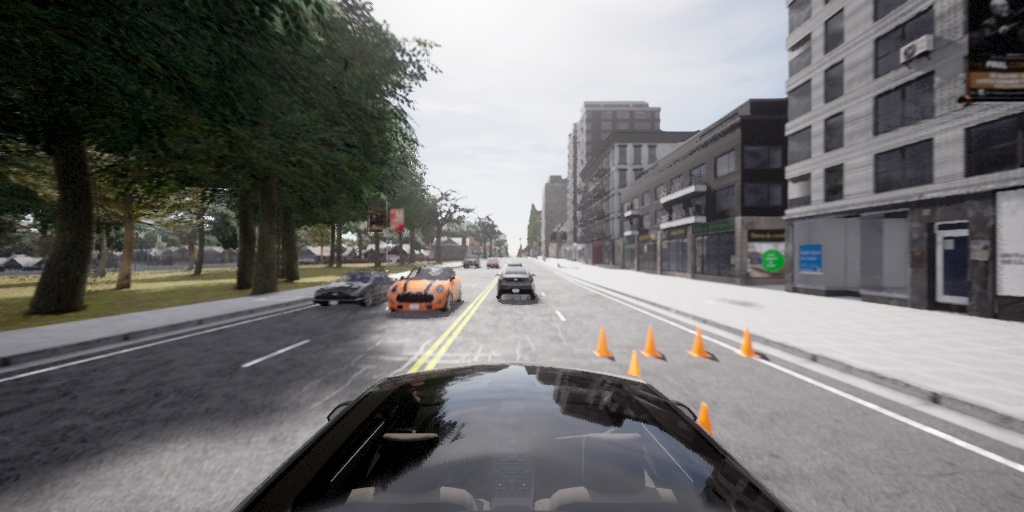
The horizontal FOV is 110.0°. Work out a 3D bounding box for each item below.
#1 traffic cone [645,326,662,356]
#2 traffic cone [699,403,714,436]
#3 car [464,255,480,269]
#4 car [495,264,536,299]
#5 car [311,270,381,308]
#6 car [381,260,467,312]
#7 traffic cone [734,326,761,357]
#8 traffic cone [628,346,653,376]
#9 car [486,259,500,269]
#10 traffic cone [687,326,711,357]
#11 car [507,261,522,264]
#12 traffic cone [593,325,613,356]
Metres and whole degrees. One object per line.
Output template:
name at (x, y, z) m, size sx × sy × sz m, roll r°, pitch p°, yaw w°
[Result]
traffic cone at (2.888, 1.750, 7.468) m, size 0.340 × 0.580 × 0.340 m, roll 0°, pitch 0°, yaw 0°
traffic cone at (1.864, 1.724, 3.474) m, size 0.340 × 0.580 × 0.340 m, roll 0°, pitch 0°, yaw 0°
car at (-6.229, 0.875, 56.057) m, size 2.150 × 2.045 × 5.566 m, roll 0°, pitch 1°, yaw 1°
car at (0.194, 1.349, 18.822) m, size 1.837 × 1.490 × 4.892 m, roll 0°, pitch 0°, yaw 0°
car at (-6.527, 1.343, 15.828) m, size 2.033 × 1.411 × 5.357 m, roll 0°, pitch 0°, yaw 0°
car at (-3.283, 1.155, 14.370) m, size 2.097 × 1.767 × 4.553 m, roll 0°, pitch 0°, yaw 0°
traffic cone at (4.888, 1.760, 7.455) m, size 0.340 × 0.580 × 0.340 m, roll 0°, pitch 0°, yaw 0°
traffic cone at (1.876, 1.735, 5.474) m, size 0.340 × 0.580 × 0.340 m, roll 0°, pitch 0°, yaw 0°
car at (-2.974, 1.146, 56.148) m, size 1.882 × 1.535 × 5.008 m, roll 0°, pitch 1°, yaw 1°
traffic cone at (3.888, 1.755, 7.461) m, size 0.340 × 0.580 × 0.340 m, roll 0°, pitch 0°, yaw 0°
car at (0.353, 1.301, 44.321) m, size 2.128 × 1.511 × 4.902 m, roll 0°, pitch 1°, yaw 0°
traffic cone at (1.888, 1.746, 7.474) m, size 0.340 × 0.580 × 0.340 m, roll 0°, pitch 0°, yaw 0°
